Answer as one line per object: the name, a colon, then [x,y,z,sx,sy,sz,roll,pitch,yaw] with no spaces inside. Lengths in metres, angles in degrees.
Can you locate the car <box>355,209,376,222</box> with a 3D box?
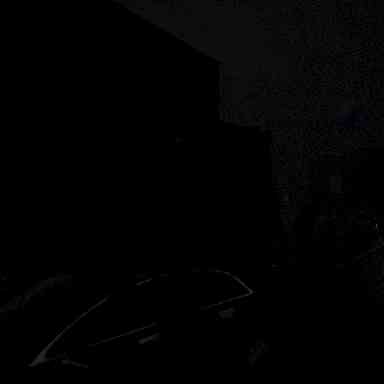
car: [20.770,2.812,40.794,1.882,1.535,5.008,-2,-3,8]

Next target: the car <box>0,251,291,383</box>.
car: [-0.871,1.527,3.703,4.892,1.490,1.837,1,0,-39]
